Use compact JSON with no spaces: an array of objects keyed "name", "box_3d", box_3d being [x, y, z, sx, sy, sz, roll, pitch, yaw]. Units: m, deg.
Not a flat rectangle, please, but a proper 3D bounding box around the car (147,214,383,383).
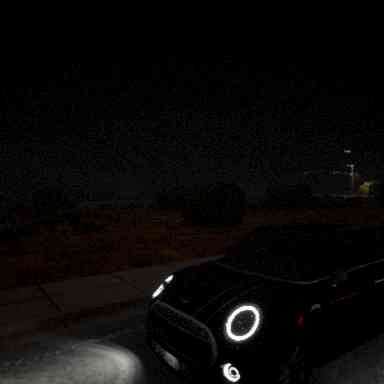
[{"name":"car","box_3d":[1.584,1.297,5.112,4.553,1.767,2.097,-1,1,-35]}]
